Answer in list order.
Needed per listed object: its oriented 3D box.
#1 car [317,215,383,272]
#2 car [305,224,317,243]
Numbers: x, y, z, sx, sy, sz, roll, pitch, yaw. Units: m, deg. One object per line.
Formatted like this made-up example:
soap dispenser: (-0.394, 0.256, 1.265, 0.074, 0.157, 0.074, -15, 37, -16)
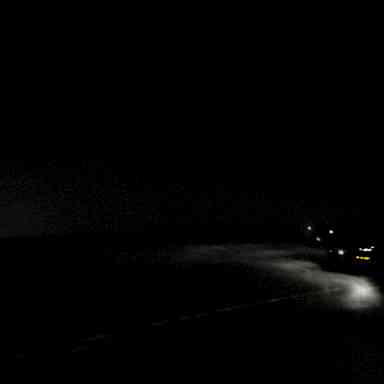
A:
car: (6.782, 1.580, 10.709, 4.892, 1.490, 1.837, 0, -1, -18)
car: (7.470, 1.693, 14.633, 4.718, 1.301, 1.895, 0, 0, -16)
